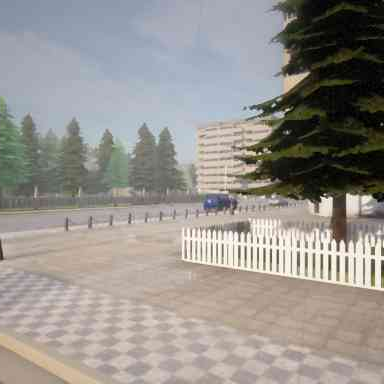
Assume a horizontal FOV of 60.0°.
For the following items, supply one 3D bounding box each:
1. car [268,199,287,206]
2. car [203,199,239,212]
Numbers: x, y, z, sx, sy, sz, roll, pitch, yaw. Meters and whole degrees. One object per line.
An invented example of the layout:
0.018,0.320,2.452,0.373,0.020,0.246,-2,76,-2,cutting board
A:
14.466,1.600,55.230,1.895,1.301,4.718,0,0,36,car
3.538,1.221,39.963,2.150,2.045,5.566,0,0,36,car
